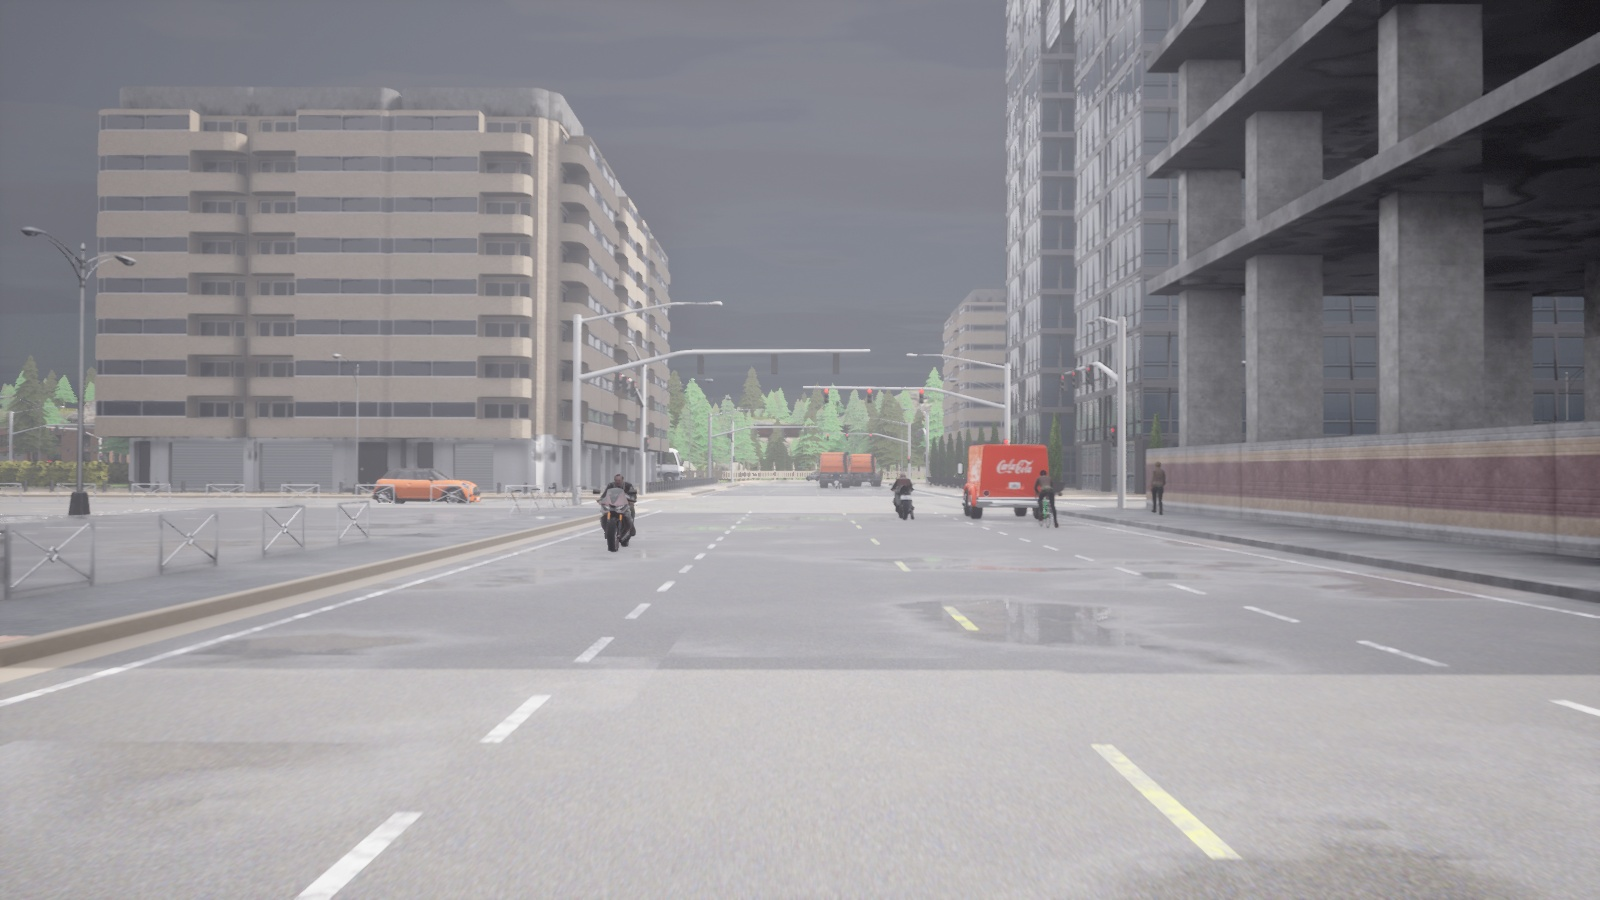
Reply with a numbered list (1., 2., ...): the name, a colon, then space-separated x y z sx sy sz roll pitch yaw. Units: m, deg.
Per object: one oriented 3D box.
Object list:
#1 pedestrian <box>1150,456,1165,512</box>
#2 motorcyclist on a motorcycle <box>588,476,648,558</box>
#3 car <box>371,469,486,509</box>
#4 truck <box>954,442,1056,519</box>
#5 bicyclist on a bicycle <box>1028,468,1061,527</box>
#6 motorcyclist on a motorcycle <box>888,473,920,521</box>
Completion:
1. pedestrian: 11.919 1.129 41.899 0.331 1.846 0.634 0 -1 3
2. motorcyclist on a motorcycle: -3.561 1.279 24.778 0.866 1.530 2.191 0 -1 0
3. car: -16.586 1.736 56.222 4.553 1.767 2.097 0 -1 0
4. truck: 6.893 1.018 42.881 2.627 2.467 5.204 0 -1 0
5. bicyclist on a bicycle: 6.912 1.335 35.525 0.582 1.620 1.656 0 -1 0
6. motorcyclist on a motorcycle: 3.398 1.528 41.337 0.866 1.530 2.191 0 -1 0
